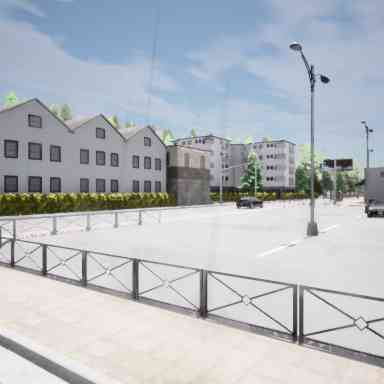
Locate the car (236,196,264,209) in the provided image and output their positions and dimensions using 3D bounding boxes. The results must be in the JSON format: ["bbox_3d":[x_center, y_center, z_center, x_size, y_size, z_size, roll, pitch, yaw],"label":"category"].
[{"bbox_3d":[7.360,1.286,41.957,1.882,1.535,5.008,0,0,35],"label":"car"}]

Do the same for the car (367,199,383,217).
[{"bbox_3d":[15.416,1.298,26.814,2.007,1.523,4.514,0,0,35],"label":"car"}]
